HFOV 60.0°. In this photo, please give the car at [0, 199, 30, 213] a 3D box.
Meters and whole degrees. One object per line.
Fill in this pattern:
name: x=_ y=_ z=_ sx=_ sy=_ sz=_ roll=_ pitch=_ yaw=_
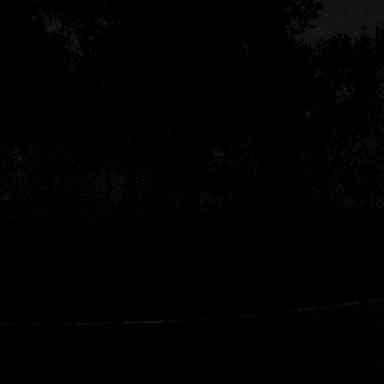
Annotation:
car: x=-18.996 y=1.505 z=33.672 sx=1.837 sy=1.490 sz=4.892 roll=0 pitch=0 yaw=35
